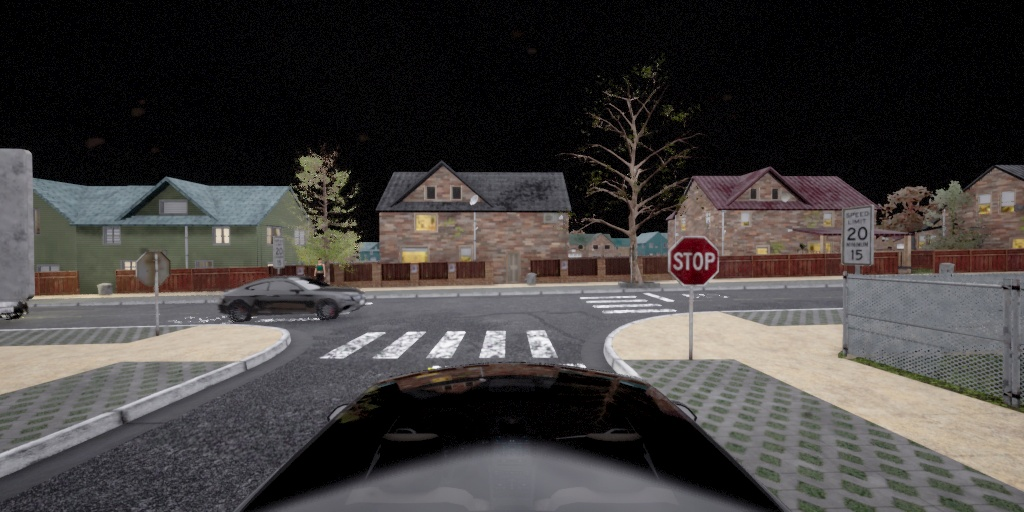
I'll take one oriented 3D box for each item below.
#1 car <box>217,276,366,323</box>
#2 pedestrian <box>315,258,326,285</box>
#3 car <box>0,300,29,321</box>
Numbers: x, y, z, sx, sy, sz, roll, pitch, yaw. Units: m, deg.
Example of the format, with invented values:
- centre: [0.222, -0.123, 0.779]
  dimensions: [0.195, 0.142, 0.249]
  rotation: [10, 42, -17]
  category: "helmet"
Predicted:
- centre: [-7.584, 1.421, 12.513]
  dimensions: [4.674, 1.442, 1.812]
  rotation: [-2, 1, -1]
  category: "car"
- centre: [-9.829, 1.001, 18.338]
  dimensions: [0.375, 1.860, 0.375]
  rotation: [0, 2, -1]
  category: "pedestrian"
- centre: [-19.924, 1.682, 12.357]
  dimensions: [4.902, 1.511, 2.128]
  rotation: [-2, 1, -1]
  category: "car"
